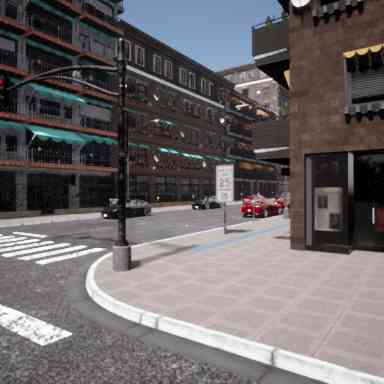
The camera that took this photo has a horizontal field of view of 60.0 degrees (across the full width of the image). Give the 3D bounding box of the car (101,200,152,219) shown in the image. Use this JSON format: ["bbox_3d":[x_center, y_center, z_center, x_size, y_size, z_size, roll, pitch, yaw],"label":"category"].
[{"bbox_3d":[-4.932,1.262,25.524,1.947,1.339,4.313,1,1,35],"label":"car"}]

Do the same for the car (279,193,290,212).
[{"bbox_3d":[8.531,1.064,29.827,1.802,1.307,4.206,1,1,35],"label":"car"}]

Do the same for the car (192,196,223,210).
[{"bbox_3d":[1.707,1.079,34.700,1.947,1.339,4.313,1,1,35],"label":"car"}]

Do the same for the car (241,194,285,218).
[{"bbox_3d":[5.322,1.117,25.162,1.887,1.381,4.507,1,1,35],"label":"car"}]
